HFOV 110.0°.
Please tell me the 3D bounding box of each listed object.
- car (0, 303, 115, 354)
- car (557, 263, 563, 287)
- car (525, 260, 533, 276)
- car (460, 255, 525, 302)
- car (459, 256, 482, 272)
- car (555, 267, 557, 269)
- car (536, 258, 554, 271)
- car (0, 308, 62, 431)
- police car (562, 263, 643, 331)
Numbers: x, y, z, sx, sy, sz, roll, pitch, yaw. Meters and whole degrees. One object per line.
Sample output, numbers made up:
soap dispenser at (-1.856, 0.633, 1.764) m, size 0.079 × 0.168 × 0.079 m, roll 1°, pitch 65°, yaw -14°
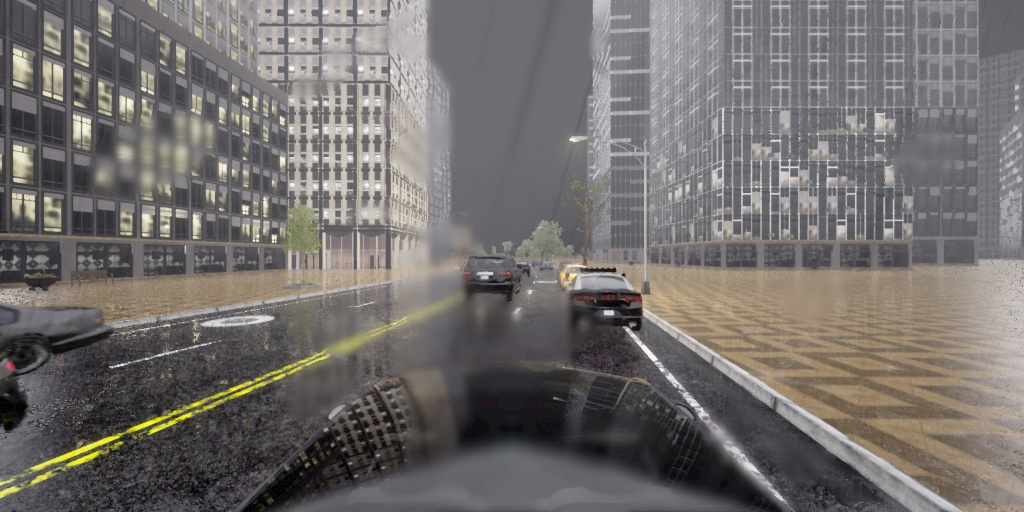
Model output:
car at (-9.183, 1.297, 4.779) m, size 2.033 × 1.411 × 5.357 m, roll 0°, pitch 0°, yaw 9°
car at (3.847, 1.207, 21.436) m, size 1.801 × 1.575 × 5.366 m, roll 0°, pitch 0°, yaw 6°
car at (0.920, 1.232, 37.182) m, size 1.882 × 1.535 × 5.008 m, roll 0°, pitch 0°, yaw 4°
car at (-0.797, 0.971, 17.194) m, size 2.150 × 2.045 × 5.566 m, roll 0°, pitch 0°, yaw 6°
car at (-5.318, 0.982, 46.988) m, size 2.150 × 2.045 × 5.566 m, roll 0°, pitch 0°, yaw 2°
car at (4.393, 1.257, 27.315) m, size 1.837 × 1.490 × 4.892 m, roll 0°, pitch 0°, yaw 5°
car at (4.691, 1.307, 48.727) m, size 2.033 × 1.411 × 5.357 m, roll 0°, pitch 0°, yaw 1°
car at (-6.331, 1.314, 2.064) m, size 1.994 × 1.385 × 4.181 m, roll 0°, pitch 0°, yaw 9°
police car at (2.681, 1.175, 11.263) m, size 1.930 × 1.638 × 5.238 m, roll 0°, pitch 0°, yaw 7°
